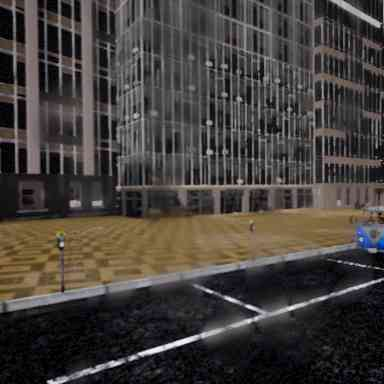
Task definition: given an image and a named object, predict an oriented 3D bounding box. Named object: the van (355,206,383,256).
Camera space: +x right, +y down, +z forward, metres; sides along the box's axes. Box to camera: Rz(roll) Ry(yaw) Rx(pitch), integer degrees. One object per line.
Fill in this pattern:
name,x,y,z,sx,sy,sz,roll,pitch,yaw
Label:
van,7.528,1.372,11.944,3.998,1.788,1.690,0,-1,-35
